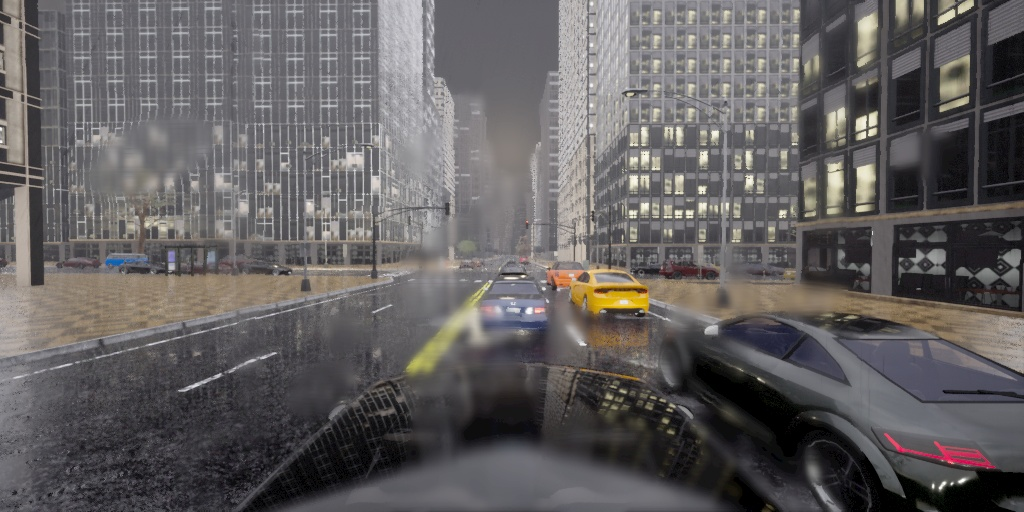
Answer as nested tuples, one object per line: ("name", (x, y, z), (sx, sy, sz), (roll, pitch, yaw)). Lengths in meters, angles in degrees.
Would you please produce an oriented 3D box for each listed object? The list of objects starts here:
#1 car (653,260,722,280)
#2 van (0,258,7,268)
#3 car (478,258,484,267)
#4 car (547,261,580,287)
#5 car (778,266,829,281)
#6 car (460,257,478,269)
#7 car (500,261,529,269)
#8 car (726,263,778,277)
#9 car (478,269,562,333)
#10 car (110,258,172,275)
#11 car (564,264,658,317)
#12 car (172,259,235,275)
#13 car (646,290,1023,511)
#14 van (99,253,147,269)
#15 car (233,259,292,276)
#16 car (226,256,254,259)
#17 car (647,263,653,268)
("car", (16.126, 1.268, 32.852), (5.009, 1.841, 2.192), (0, 0, 1))
("van", (-51.210, 0.686, 33.940), (3.998, 1.789, 1.690), (0, 0, 1))
("car", (-6.696, 1.054, 64.259), (2.097, 1.767, 4.553), (0, 0, 0))
("car", (3.305, 1.092, 22.147), (2.097, 1.767, 4.553), (0, 0, 0))
("car", (27.575, 1.578, 32.680), (4.829, 1.417, 1.751), (0, 0, 1))
("car", (-6.705, 1.277, 54.258), (1.994, 1.385, 4.181), (0, 0, 0))
("car", (0.060, 1.232, 20.488), (2.128, 1.511, 4.902), (0, 0, 0))
("car", (26.133, 1.495, 38.477), (5.357, 1.411, 2.033), (1, 1, 1))
("car", (0.081, 1.294, 10.735), (2.033, 1.411, 5.357), (0, 0, 1))
("car", (-34.165, 1.068, 33.578), (4.313, 1.339, 1.948), (0, 0, 1))
("car", (3.325, 1.223, 13.142), (1.882, 1.535, 5.008), (0, 0, 0))
("car", (-28.484, 1.137, 33.417), (4.207, 1.307, 1.802), (0, 0, 1))
("car", (3.339, 1.313, 4.057), (1.994, 1.385, 4.181), (0, 0, 0))
("van", (-45.375, 0.604, 42.214), (3.998, 1.789, 1.690), (0, 0, 1))
("car", (-22.800, 1.173, 33.296), (4.313, 1.339, 1.948), (0, 0, 1))
("car", (-30.443, 0.794, 39.338), (4.553, 1.767, 2.097), (1, 1, 1))
("car", (15.189, 1.452, 38.646), (4.718, 1.301, 1.895), (1, 1, 1))
